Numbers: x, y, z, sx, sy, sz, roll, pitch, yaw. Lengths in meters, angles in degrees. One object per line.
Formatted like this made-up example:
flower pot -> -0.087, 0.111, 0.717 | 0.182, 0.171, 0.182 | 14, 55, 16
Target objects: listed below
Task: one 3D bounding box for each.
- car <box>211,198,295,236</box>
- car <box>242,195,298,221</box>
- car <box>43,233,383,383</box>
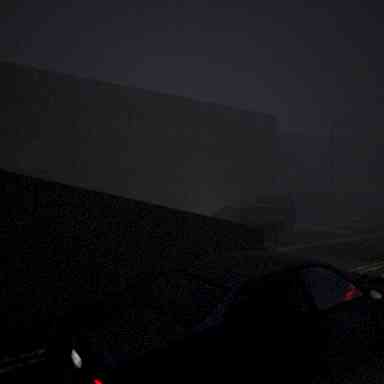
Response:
car -> 1.856, 1.325, 13.855 | 4.553, 1.767, 2.097 | 0, 0, -35
car -> 3.868, 1.178, 19.536 | 5.566, 2.045, 2.150 | 0, 0, -35
car -> 0.995, 1.538, 4.460 | 5.357, 1.411, 2.033 | 0, 0, -35
